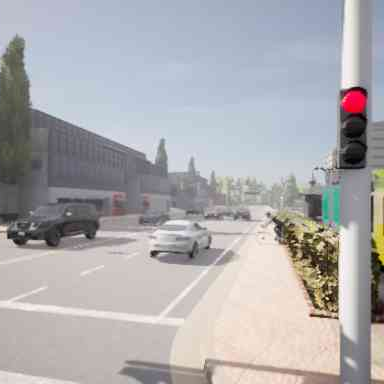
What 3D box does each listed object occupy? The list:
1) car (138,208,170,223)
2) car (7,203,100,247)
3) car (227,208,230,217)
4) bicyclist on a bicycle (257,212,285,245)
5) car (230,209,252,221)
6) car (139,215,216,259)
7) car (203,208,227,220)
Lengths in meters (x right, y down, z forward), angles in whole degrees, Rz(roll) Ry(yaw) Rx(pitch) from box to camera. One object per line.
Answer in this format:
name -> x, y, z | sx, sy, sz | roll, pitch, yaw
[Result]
car -> -3.500, 2.348, 31.712 | 1.837, 1.490, 4.892 | 1, -1, 14
car -> -6.985, 1.600, 17.592 | 2.150, 2.045, 5.566 | 1, -2, 14
car -> 5.248, 3.189, 52.153 | 1.895, 1.301, 4.718 | 1, -2, 14
bicyclist on a bicycle -> 4.000, 1.815, 16.479 | 1.656, 1.620, 0.582 | -5, -3, 14
car -> 6.282, 2.832, 41.547 | 1.812, 1.442, 4.674 | 1, -2, 14
car -> -0.416, 1.940, 14.489 | 1.812, 1.442, 4.674 | 1, -2, 15
car -> 2.832, 2.861, 42.178 | 1.895, 1.301, 4.718 | 1, -2, 14
